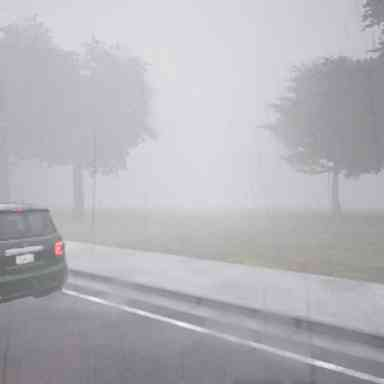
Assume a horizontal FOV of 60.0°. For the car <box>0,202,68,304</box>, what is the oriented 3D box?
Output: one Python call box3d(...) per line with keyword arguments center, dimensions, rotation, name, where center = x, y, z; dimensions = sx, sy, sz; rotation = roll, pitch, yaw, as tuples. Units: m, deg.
box3d(center=(-5.055, 1.251, 7.287), dimensions=(5.566, 2.045, 2.150), rotation=(0, 0, 35), name="car")
